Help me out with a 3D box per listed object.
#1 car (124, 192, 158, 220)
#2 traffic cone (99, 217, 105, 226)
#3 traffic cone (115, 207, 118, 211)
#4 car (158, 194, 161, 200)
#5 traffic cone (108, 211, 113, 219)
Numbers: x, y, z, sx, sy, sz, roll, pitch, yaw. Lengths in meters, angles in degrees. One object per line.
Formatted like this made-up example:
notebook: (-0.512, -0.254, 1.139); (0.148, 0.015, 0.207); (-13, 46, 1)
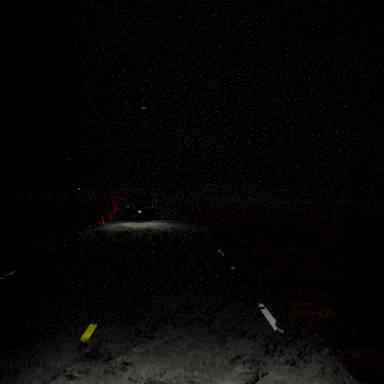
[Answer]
car: (-4.140, 1.023, 26.423); (2.150, 2.045, 5.566); (0, 0, -9)
traffic cone: (-5.608, 1.798, 20.730); (0.340, 0.580, 0.340); (0, 0, -7)
traffic cone: (-7.114, 1.731, 30.465); (0.340, 0.580, 0.340); (0, 0, -10)
car: (-9.118, 1.223, 81.175); (1.837, 1.490, 4.892); (0, -1, 17)
traffic cone: (-6.295, 1.764, 25.608); (0.340, 0.580, 0.340); (0, 0, -9)
